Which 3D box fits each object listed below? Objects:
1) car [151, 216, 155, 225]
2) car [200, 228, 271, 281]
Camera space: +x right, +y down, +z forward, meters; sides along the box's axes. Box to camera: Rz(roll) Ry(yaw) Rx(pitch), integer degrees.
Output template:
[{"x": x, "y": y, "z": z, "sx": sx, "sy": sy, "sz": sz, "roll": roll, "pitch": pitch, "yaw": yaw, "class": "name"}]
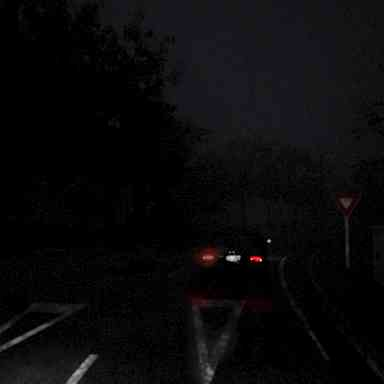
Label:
[{"x": -5.514, "y": 4.351, "z": 49.245, "sx": 4.892, "sy": 1.490, "sz": 1.837, "roll": -2, "pitch": -6, "yaw": 26, "class": "car"}, {"x": 1.573, "y": 1.898, "z": 10.917, "sx": 2.033, "sy": 1.411, "sz": 5.357, "roll": 0, "pitch": -4, "yaw": 13, "class": "car"}]
